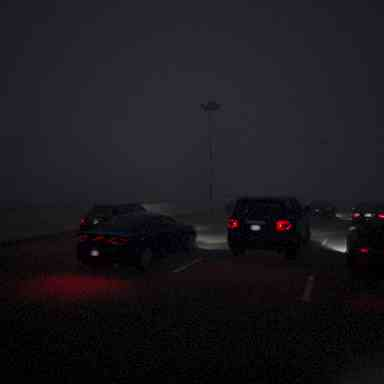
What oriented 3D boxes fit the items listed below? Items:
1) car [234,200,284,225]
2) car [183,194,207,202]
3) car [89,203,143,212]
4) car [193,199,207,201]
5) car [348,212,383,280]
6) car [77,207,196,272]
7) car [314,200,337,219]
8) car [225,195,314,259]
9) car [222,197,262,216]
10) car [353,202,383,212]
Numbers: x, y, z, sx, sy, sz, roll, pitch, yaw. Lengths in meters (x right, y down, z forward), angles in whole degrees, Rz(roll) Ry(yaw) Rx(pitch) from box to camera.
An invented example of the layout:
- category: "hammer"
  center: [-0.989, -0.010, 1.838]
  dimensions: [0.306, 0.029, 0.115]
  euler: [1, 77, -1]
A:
- category: "car"
  center: [4.994, 1.374, 24.212]
  dimensions: [2.033, 1.411, 5.357]
  euler: [0, 0, 29]
- category: "car"
  center: [0.607, 1.138, 62.886]
  dimensions: [1.837, 1.490, 4.892]
  euler: [0, 0, 37]
- category: "car"
  center: [-3.088, 1.282, 15.771]
  dimensions: [2.097, 1.767, 4.553]
  euler: [0, 0, 25]
- category: "car"
  center: [2.787, 1.141, 59.957]
  dimensions: [1.837, 1.490, 4.892]
  euler: [0, 0, 37]
- category: "car"
  center: [5.416, 1.474, 9.215]
  dimensions: [1.994, 1.385, 4.181]
  euler: [0, 0, 25]
- category: "car"
  center: [-1.505, 1.426, 10.920]
  dimensions: [1.882, 1.535, 5.008]
  euler: [0, 0, 24]
- category: "car"
  center: [10.315, 1.341, 26.485]
  dimensions: [1.994, 1.385, 4.181]
  euler: [0, 0, 30]
- category: "car"
  center: [3.078, 1.132, 12.486]
  dimensions: [2.150, 2.045, 5.566]
  euler: [0, 1, 25]
- category: "car"
  center: [4.724, 1.268, 30.802]
  dimensions: [1.882, 1.535, 5.008]
  euler: [0, 1, 30]
- category: "car"
  center: [11.242, 1.349, 21.050]
  dimensions: [2.033, 1.411, 5.357]
  euler: [0, 0, 29]
